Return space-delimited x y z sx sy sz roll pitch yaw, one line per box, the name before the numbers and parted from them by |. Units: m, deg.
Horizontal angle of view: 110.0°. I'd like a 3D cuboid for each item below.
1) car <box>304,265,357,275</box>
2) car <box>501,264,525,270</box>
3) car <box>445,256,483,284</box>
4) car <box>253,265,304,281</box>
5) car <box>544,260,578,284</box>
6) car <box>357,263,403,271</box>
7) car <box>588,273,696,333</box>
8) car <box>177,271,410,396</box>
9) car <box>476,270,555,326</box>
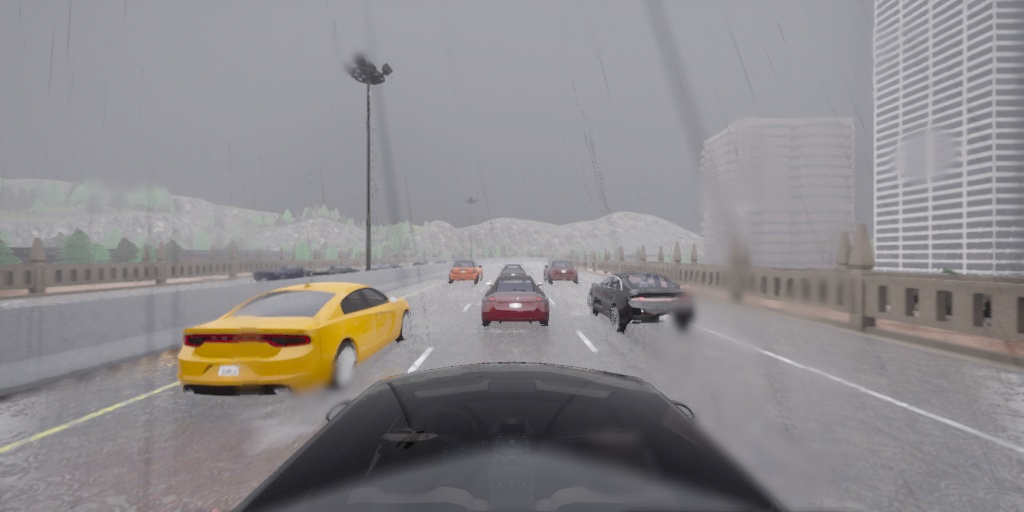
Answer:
car | -14.101 1.355 28.597 1.895 1.301 4.718 0 0 0
car | 0.097 1.317 28.019 1.994 1.385 4.181 0 0 0
car | -3.403 1.105 27.204 2.097 1.767 4.553 0 0 0
car | -17.601 1.355 27.798 1.895 1.301 4.718 0 0 0
car | 3.598 1.105 27.102 2.097 1.767 4.553 0 0 0
car | -10.603 1.302 30.064 2.033 1.411 5.357 0 0 0
car | 3.599 1.242 10.756 2.128 1.511 4.902 0 0 0
car | -3.402 1.229 6.792 1.882 1.535 5.008 0 0 0
car | 0.098 1.315 11.761 1.994 1.385 4.181 0 0 0
